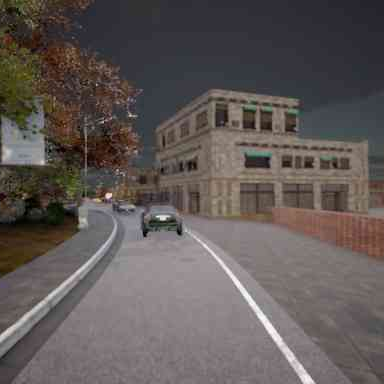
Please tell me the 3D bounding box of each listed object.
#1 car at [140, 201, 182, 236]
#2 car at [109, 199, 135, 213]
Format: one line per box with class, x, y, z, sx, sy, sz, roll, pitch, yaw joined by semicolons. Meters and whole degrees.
car;-1.865;1.388;18.977;2.097;1.767;4.553;0;0;-10
car;-8.192;1.748;39.408;1.895;1.301;4.718;0;0;-24
